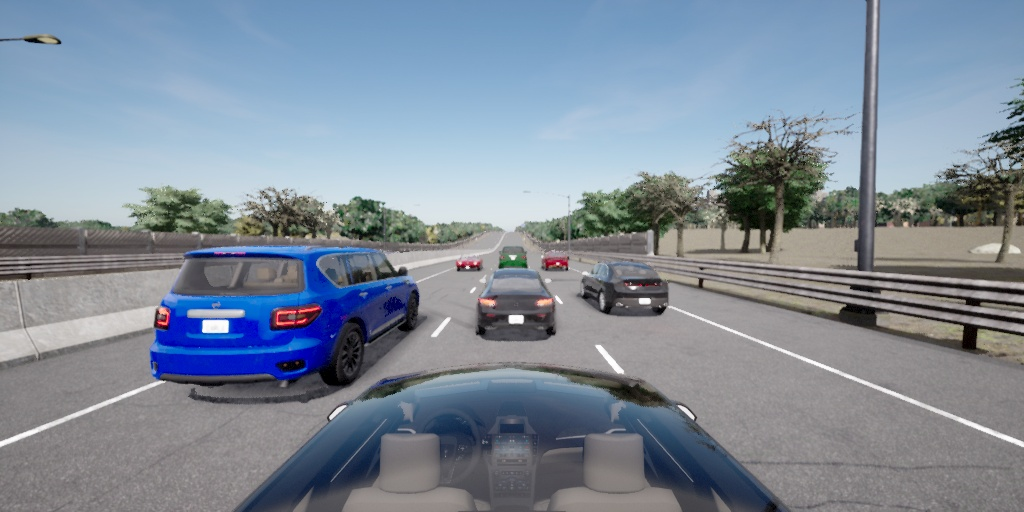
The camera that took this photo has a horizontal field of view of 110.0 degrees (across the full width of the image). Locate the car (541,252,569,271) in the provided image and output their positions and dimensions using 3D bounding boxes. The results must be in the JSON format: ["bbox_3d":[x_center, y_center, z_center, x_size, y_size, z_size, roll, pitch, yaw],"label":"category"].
[{"bbox_3d":[3.570,0.377,30.294,1.882,1.535,5.008,0,1,0],"label":"car"}]

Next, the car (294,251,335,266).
[{"bbox_3d":[-21.127,0.205,38.596,1.812,1.442,4.674,0,2,0],"label":"car"}]

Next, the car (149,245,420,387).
[{"bbox_3d":[-3.405,0.813,6.799,2.150,2.045,5.566,0,2,0],"label":"car"}]

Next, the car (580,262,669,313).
[{"bbox_3d":[3.594,0.928,12.186,1.837,1.490,4.892,0,1,0],"label":"car"}]

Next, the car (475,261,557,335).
[{"bbox_3d":[0.092,1.034,9.471,1.812,1.442,4.674,0,2,0],"label":"car"}]

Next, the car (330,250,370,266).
[{"bbox_3d":[-17.625,0.156,39.192,2.128,1.511,4.902,0,1,0],"label":"car"}]

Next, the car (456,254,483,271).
[{"bbox_3d":[-3.424,0.517,29.659,1.895,1.301,4.718,0,2,-1],"label":"car"}]

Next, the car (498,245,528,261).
[{"bbox_3d":[0.073,0.163,28.760,2.150,2.045,5.566,0,2,0],"label":"car"}]
